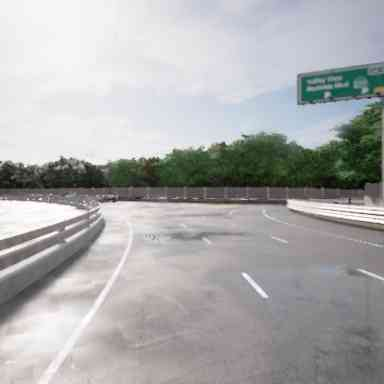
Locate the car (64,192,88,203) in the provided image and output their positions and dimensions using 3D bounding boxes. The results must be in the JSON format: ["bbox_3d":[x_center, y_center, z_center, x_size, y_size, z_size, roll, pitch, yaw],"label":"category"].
[{"bbox_3d":[-22.423,1.261,64.211,2.097,1.767,4.553,0,0,-39],"label":"car"}]

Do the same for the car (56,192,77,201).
[{"bbox_3d":[-31.514,1.089,83.514,5.566,2.045,2.150,0,0,38],"label":"car"}]

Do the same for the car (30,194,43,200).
[{"bbox_3d":[-36.620,1.216,78.668,5.357,1.411,2.033,0,0,38],"label":"car"}]

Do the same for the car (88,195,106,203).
[{"bbox_3d":[-19.348,1.517,65.970,1.895,1.301,4.718,0,0,-39],"label":"car"}]

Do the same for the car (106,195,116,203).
[{"bbox_3d":[-17.580,1.430,69.342,1.837,1.490,4.892,0,0,-41],"label":"car"}]

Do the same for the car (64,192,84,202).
[{"bbox_3d":[-26.162,1.110,73.726,2.150,2.045,5.566,0,0,-44],"label":"car"}]

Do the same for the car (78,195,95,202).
[{"bbox_3d":[-24.353,1.449,76.873,4.181,1.385,1.994,0,0,43],"label":"car"}]

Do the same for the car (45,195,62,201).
[{"bbox_3d":[-33.756,1.409,80.827,4.181,1.385,1.994,0,0,38],"label":"car"}]

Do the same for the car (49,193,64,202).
[{"bbox_3d":[-29.068,1.414,71.699,2.033,1.411,5.357,0,0,-44],"label":"car"}]
